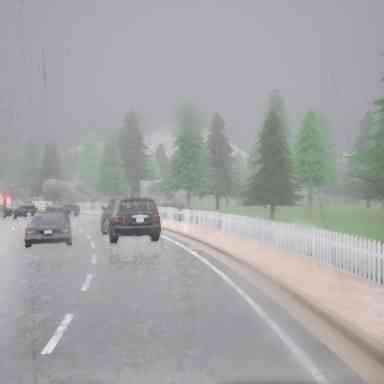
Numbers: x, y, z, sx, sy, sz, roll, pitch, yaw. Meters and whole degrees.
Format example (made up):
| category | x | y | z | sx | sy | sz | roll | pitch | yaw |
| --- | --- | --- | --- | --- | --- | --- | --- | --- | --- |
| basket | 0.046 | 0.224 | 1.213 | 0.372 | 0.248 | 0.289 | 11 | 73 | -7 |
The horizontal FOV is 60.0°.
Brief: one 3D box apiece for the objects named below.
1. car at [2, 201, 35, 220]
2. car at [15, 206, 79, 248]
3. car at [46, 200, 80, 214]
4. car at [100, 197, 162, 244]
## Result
| category | x | y | z | sx | sy | sz | roll | pitch | yaw |
| --- | --- | --- | --- | --- | --- | --- | --- | --- | --- |
| car | -14.558 | 1.516 | 28.167 | 1.837 | 1.490 | 4.892 | 0 | 0 | -42 |
| car | -6.361 | 1.563 | 14.943 | 2.033 | 1.411 | 5.357 | 0 | 0 | -21 |
| car | -11.973 | 1.516 | 30.527 | 1.837 | 1.490 | 4.892 | 0 | 0 | -42 |
| car | -3.109 | 1.258 | 16.236 | 2.150 | 2.045 | 5.566 | 0 | 0 | -21 |
